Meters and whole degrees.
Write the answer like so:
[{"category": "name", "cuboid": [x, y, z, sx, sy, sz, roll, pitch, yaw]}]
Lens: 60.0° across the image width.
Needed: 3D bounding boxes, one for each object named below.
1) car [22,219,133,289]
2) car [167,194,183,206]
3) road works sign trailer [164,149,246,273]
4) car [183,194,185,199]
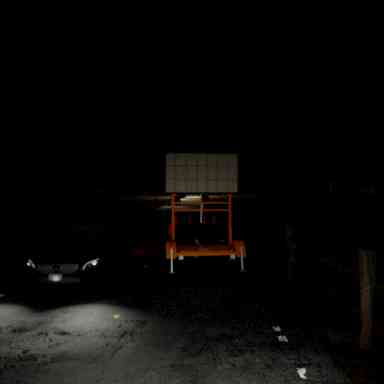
[{"category": "car", "cuboid": [-2.836, 1.519, 9.246, 1.812, 1.442, 4.674, 0, 0, 0]}, {"category": "car", "cuboid": [-2.758, 1.371, 51.666, 1.882, 1.535, 5.008, 0, 0, 0]}, {"category": "road works sign trailer", "cuboid": [0.291, 0.456, 10.682, 2.380, 3.560, 2.880, 0, 0, -6]}, {"category": "car", "cuboid": [-2.610, 0.976, 83.283, 1.895, 1.301, 4.718, 0, 1, 0]}]
